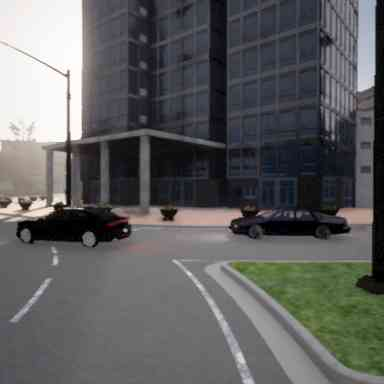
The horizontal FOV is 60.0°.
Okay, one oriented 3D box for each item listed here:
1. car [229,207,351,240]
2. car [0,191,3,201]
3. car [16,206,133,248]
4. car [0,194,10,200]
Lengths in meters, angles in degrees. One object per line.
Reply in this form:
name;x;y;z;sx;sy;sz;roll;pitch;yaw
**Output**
car;4.479;1.431;15.595;5.357;1.411;2.033;0;0;0
car;-35.806;0.767;59.612;2.097;1.767;4.553;0;0;-11
car;-4.917;1.351;13.821;5.008;1.535;1.882;0;0;19
car;-31.042;1.032;53.656;2.033;1.411;5.357;0;0;-10
